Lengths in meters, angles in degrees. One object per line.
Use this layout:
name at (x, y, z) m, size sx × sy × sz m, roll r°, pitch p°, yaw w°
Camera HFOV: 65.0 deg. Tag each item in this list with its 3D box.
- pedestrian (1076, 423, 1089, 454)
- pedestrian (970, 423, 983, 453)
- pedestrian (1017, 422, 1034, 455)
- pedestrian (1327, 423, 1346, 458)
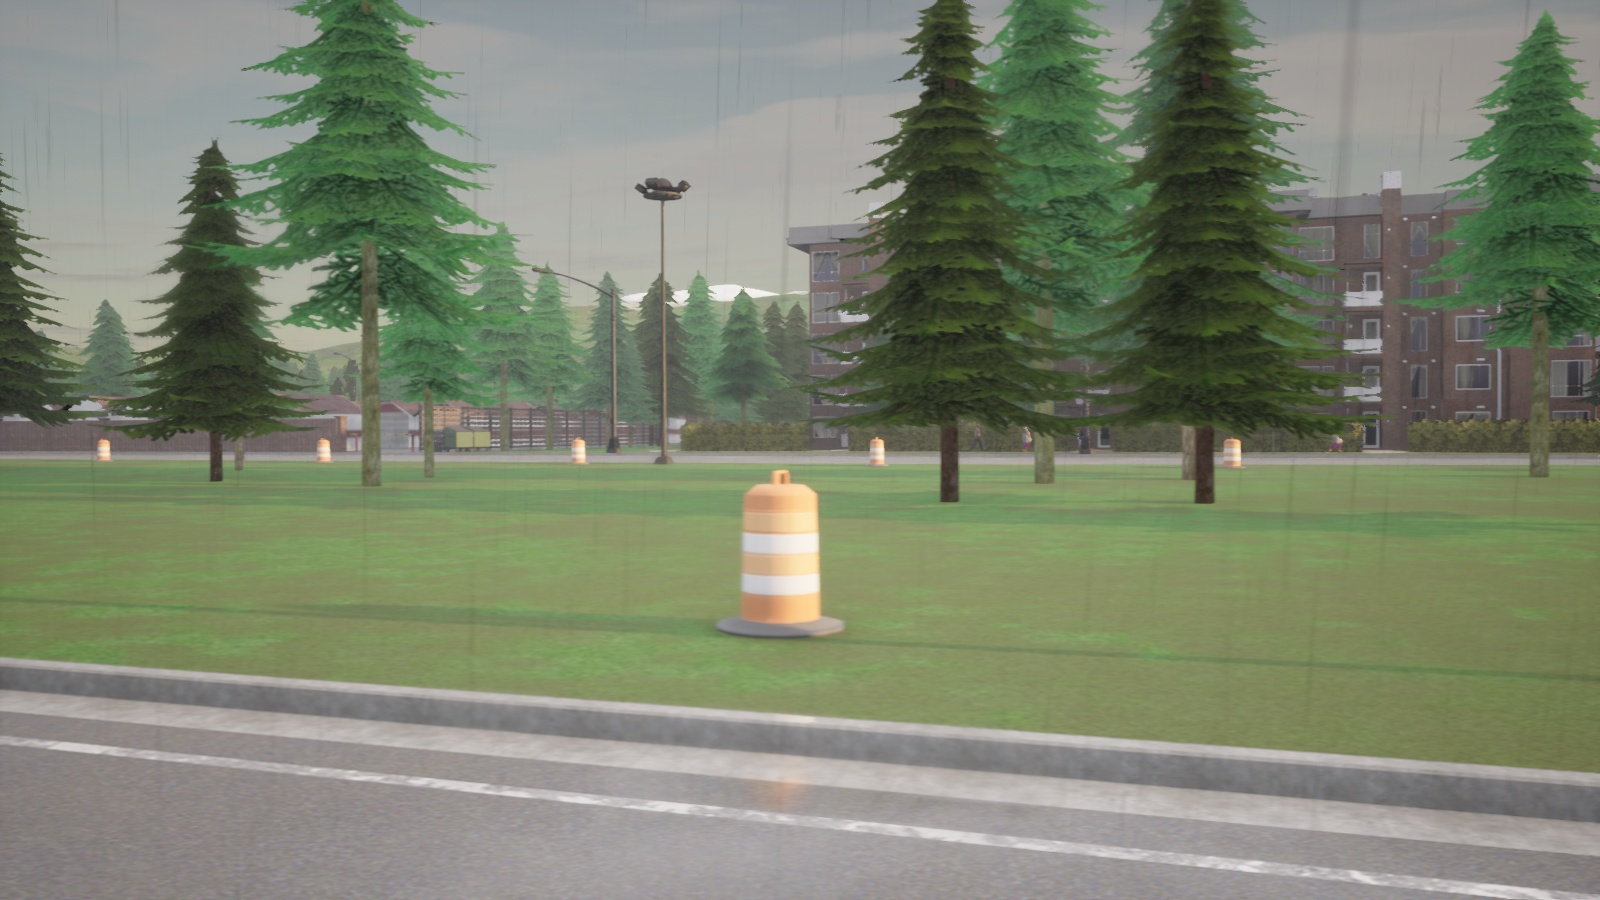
pedestrian at (16.710, -0.671, 74.285) m, size 0.703 × 1.840 × 0.431 m, roll 1°, pitch 1°, yaw 20°
pedestrian at (10.697, -0.723, 76.124) m, size 0.694 × 1.848 × 0.540 m, roll 1°, pitch 1°, yaw 18°
pedestrian at (13.581, -0.705, 75.677) m, size 0.873 × 1.952 × 0.659 m, roll 1°, pitch 1°, yaw 19°
pedestrian at (29.876, -0.552, 69.947) m, size 0.873 × 1.952 × 0.659 m, roll 1°, pitch 1°, yaw 20°
